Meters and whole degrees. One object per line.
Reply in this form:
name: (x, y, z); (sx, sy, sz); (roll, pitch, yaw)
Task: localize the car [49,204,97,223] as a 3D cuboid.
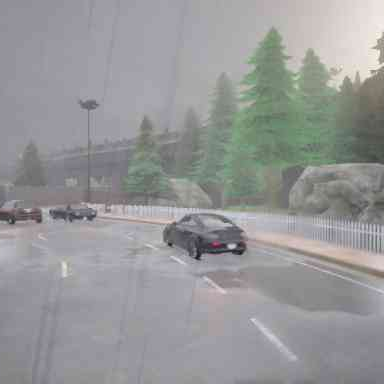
car: (-9.337, 1.601, 25.821); (1.895, 1.301, 4.718); (0, 0, -44)

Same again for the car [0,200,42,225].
car: (-12.846, 1.352, 24.487); (4.553, 1.767, 2.097); (0, 0, 44)

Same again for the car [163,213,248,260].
car: (0.366, 1.525, 12.534); (1.812, 1.442, 4.674); (0, 0, -22)
